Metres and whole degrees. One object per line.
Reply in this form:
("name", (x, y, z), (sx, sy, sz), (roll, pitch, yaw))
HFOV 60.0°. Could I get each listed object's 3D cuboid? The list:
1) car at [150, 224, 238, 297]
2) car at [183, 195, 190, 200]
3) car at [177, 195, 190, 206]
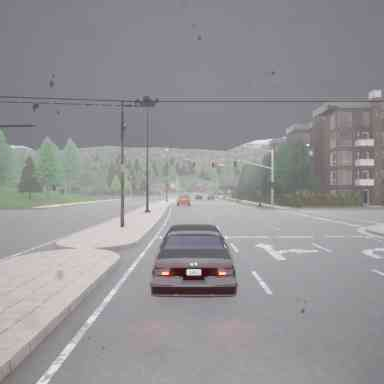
("car", (0.042, 1.547, 8.725), (2.033, 1.411, 5.357), (0, 0, 0))
("car", (-1.556, 1.524, 95.473), (1.812, 1.442, 4.674), (0, 0, 0))
("car", (-1.364, 1.352, 54.470), (2.097, 1.767, 4.553), (0, 0, -1))
